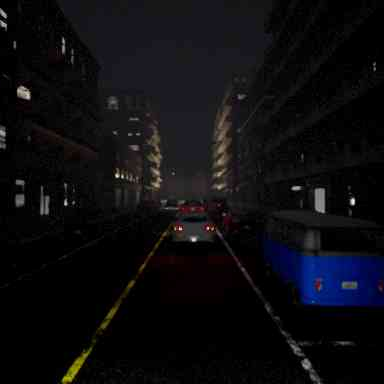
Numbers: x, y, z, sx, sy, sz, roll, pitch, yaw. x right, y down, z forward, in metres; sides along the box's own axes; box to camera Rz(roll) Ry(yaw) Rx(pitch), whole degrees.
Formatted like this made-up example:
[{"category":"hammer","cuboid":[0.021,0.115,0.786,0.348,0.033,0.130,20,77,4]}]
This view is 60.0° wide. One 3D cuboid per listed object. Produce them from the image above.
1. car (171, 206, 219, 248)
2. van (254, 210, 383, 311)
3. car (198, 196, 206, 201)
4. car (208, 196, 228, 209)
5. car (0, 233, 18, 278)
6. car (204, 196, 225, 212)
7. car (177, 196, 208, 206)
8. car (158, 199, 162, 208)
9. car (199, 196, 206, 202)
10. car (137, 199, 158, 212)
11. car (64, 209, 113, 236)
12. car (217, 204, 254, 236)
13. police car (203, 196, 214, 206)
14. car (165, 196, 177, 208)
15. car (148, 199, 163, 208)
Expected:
[{"category":"car","cuboid":[0.078,1.572,14.925,1.812,1.442,4.674,0,0,0]},{"category":"van","cuboid":[2.704,1.365,7.539,1.690,1.788,3.998,1,0,0]},{"category":"car","cuboid":[2.721,1.870,91.104,1.802,1.307,4.206,1,0,0]},{"category":"car","cuboid":[2.711,1.425,35.394,2.192,1.841,5.009,1,0,0]},{"category":"car","cuboid":[-5.678,1.590,7.579,1.947,1.339,4.313,1,0,0]},{"category":"car","cuboid":[2.713,1.443,40.964,2.192,1.841,5.009,1,0,0]},{"category":"car","cuboid":[0.075,1.441,28.911,2.097,1.767,4.553,0,0,0]},{"category":"car","cuboid":[-5.670,1.728,46.576,1.802,1.307,4.206,1,0,0]},{"category":"car","cuboid":[2.721,1.796,85.703,1.752,1.417,4.829,1,0,0]},{"category":"car","cuboid":[-5.671,1.673,41.006,1.887,1.381,4.507,1,0,0]},{"category":"car","cuboid":[-5.676,1.624,18.721,1.947,1.339,4.313,1,0,0]},{"category":"car","cuboid":[2.705,1.603,18.679,1.887,1.381,4.507,1,0,0]},{"category":"police car","cuboid":[3.012,1.619,61.553,1.930,1.638,5.238,0,0,0]},{"category":"car","cuboid":[-3.069,1.709,51.664,2.033,1.411,5.357,0,0,0]},{"category":"car","cuboid":[-5.668,1.745,52.148,1.802,1.307,4.206,1,0,0]}]
